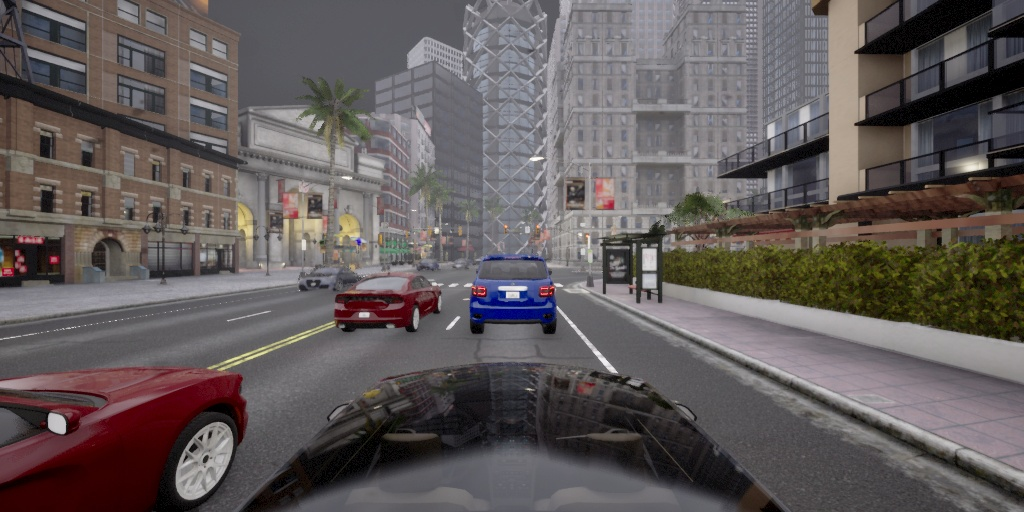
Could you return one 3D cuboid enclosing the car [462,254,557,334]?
[{"bbox_3d":[0.054,0.971,10.763,2.150,2.045,5.566,0,0,1],"label":"car"}]

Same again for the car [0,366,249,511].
[{"bbox_3d":[-3.390,1.228,1.294,1.882,1.535,5.008,0,0,0],"label":"car"}]

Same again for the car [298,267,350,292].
[{"bbox_3d":[-10.596,1.314,21.117,1.994,1.385,4.181,0,0,0],"label":"car"}]

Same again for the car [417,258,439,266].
[{"bbox_3d":[-10.589,1.102,45.452,2.097,1.767,4.553,0,0,0],"label":"car"}]

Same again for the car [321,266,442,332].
[{"bbox_3d":[-3.441,1.228,10.873,1.882,1.535,5.008,0,0,0],"label":"car"}]

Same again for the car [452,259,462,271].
[{"bbox_3d":[-7.086,1.241,49.773,2.128,1.511,4.902,0,0,0],"label":"car"}]
